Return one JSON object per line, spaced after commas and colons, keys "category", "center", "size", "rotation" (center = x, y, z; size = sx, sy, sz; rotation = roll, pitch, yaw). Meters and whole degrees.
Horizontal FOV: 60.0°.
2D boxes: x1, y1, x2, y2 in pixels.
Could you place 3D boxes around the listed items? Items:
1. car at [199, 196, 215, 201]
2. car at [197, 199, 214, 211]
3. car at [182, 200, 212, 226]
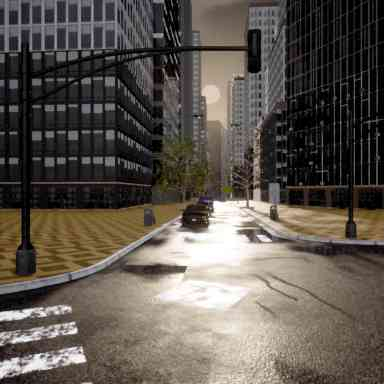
{"category": "car", "center": [1.925, 1.554, 45.985], "size": [2.150, 2.045, 5.566], "rotation": [0, 0, 4]}
{"category": "car", "center": [1.116, 1.777, 35.356], "size": [1.812, 1.442, 4.674], "rotation": [0, 0, 4]}
{"category": "car", "center": [0.338, 1.654, 25.166], "size": [1.882, 1.535, 5.008], "rotation": [0, 0, 4]}
